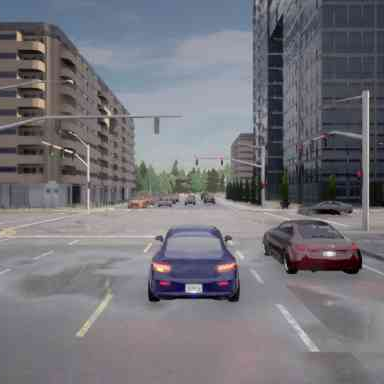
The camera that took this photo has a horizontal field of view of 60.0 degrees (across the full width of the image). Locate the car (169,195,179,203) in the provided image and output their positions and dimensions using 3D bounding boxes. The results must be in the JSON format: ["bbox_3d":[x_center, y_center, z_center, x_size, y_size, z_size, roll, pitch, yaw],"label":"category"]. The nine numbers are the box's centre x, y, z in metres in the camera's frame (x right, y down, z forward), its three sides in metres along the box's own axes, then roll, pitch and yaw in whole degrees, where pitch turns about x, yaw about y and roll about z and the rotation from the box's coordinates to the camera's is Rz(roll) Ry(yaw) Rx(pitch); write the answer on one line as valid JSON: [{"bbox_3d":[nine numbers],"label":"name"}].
[{"bbox_3d":[-3.751,1.478,70.461,1.882,1.535,5.008,0,0,1],"label":"car"}]

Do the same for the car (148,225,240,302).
[{"bbox_3d":[0.044,1.526,8.139,1.812,1.442,4.674,0,0,0],"label":"car"}]

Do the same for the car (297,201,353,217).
[{"bbox_3d":[12.232,1.547,30.761,4.902,1.511,2.128,0,0,0],"label":"car"}]

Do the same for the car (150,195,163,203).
[{"bbox_3d":[-7.265,1.495,69.169,2.128,1.511,4.902,0,0,1],"label":"car"}]

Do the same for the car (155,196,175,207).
[{"bbox_3d":[-4.006,1.601,50.057,1.895,1.301,4.718,0,0,0],"label":"car"}]

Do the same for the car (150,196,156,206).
[{"bbox_3d":[-7.483,1.351,55.257,2.097,1.767,4.553,0,0,1],"label":"car"}]

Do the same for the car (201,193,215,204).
[{"bbox_3d":[3.292,1.352,64.571,2.097,1.767,4.553,0,0,1],"label":"car"}]

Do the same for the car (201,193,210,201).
[{"bbox_3d":[3.432,1.225,87.869,2.150,2.045,5.566,0,0,1],"label":"car"}]

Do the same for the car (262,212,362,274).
[{"bbox_3d":[3.552,1.564,10.563,1.994,1.385,4.181,0,0,0],"label":"car"}]

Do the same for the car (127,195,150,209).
[{"bbox_3d":[-7.483,1.352,45.657,2.097,1.767,4.553,0,0,0],"label":"car"}]

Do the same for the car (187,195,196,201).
[{"bbox_3d":[-0.069,1.525,87.841,2.128,1.511,4.902,0,0,1],"label":"car"}]

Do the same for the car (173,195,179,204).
[{"bbox_3d":[-3.929,1.601,60.110,1.895,1.301,4.718,0,0,1],"label":"car"}]

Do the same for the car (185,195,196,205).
[{"bbox_3d":[-0.267,1.547,58.684,2.033,1.411,5.357,0,0,1],"label":"car"}]
